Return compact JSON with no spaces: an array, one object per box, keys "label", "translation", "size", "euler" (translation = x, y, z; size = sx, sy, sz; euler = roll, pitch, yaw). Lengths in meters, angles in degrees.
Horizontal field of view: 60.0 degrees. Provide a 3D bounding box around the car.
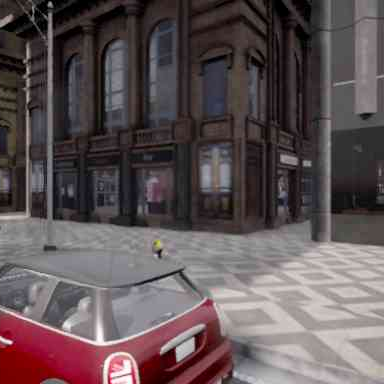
[{"label":"car","translation":[-1.640,1.442,4.128],"size":[4.097,1.590,1.967],"euler":[0,0,35]}]
